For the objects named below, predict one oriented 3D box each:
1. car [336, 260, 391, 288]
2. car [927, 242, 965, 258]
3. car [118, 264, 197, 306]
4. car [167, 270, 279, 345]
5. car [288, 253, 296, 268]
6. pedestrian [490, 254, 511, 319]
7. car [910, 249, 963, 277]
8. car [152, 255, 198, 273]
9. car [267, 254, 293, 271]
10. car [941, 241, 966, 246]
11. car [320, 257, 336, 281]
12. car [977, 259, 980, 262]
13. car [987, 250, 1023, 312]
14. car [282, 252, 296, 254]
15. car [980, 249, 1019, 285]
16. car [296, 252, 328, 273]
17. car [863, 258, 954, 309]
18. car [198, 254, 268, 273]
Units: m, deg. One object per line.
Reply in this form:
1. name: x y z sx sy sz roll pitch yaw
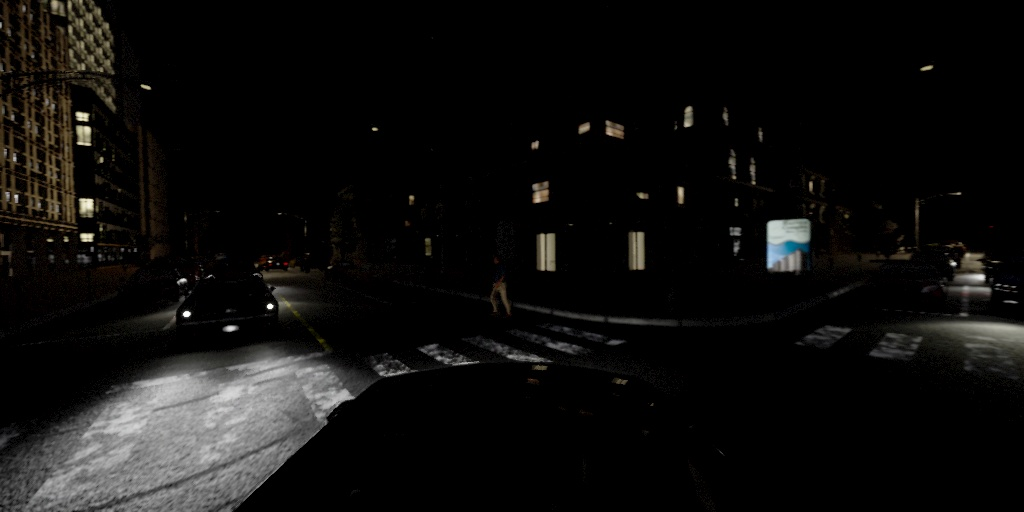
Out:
1. car: -8.289 0.945 20.234 1.751 1.417 4.829 0 0 -37
2. car: 30.418 0.039 25.506 4.097 1.591 1.967 0 0 -38
3. car: -14.854 1.175 15.027 2.007 1.370 4.403 0 0 -37
4. car: -7.470 1.250 9.576 1.895 1.301 4.718 -2 2 -37
5. car: -25.058 0.678 42.261 1.751 1.417 4.829 0 0 -37
6. pedestrian: -0.372 0.836 10.094 0.375 1.860 0.375 -1 1 -37
7. car: 21.737 0.478 18.687 4.403 1.370 2.007 0 0 -38
8. car: -18.208 0.885 19.432 2.192 1.841 5.009 0 0 -37
9. car: -23.983 0.813 36.462 2.033 1.411 5.357 -2 2 -37
10. car: 47.781 -0.739 39.144 5.009 1.841 2.192 0 0 -38
11. car: -11.540 0.947 24.504 1.802 1.307 4.207 0 0 -37
12. car: 30.660 0.268 22.271 4.718 1.301 1.895 -2 2 -38
13. car: 15.180 0.728 10.217 5.008 1.535 1.882 -2 2 -37
14. car: -28.310 0.416 46.531 2.192 1.841 5.009 0 0 -37
15. car: 22.588 0.475 16.014 4.892 1.490 1.837 -2 2 -38
16. car: -18.248 0.572 33.314 2.192 1.841 5.009 0 0 -37
17. car: 13.056 0.839 11.868 4.207 1.307 1.802 0 0 -38
18. car: -12.954 0.912 16.771 2.097 1.767 4.553 -2 2 -37
